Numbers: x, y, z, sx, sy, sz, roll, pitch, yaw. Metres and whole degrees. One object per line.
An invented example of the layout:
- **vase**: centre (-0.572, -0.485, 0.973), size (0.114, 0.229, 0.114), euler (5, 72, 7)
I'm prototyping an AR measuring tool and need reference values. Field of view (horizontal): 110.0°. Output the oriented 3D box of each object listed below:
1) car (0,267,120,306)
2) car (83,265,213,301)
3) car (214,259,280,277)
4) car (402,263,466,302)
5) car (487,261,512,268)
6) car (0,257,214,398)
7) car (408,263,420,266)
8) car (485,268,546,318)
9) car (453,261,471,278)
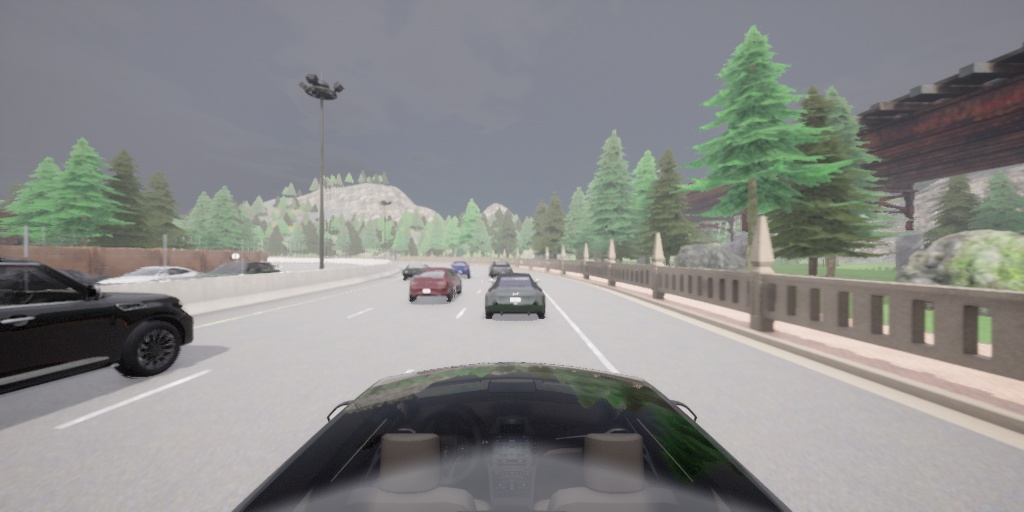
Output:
- **car**: centre (-21.046, 1.258, 15.621), size (2.033, 1.411, 5.357), euler (0, 0, 1)
- **car**: centre (-17.684, 1.230, 17.846), size (1.812, 1.442, 4.674), euler (0, 0, -1)
- **car**: centre (-14.242, 1.055, 18.710), size (2.097, 1.767, 4.553), euler (0, 0, -2)
- **car**: centre (-3.460, 1.234, 16.689), size (1.812, 1.442, 4.674), euler (0, 0, -1)
- **car**: centre (-1.097, 1.158, 31.685), size (2.128, 1.511, 4.902), euler (0, 0, -8)
- **car**: centre (-6.899, 0.964, 4.154), size (2.150, 2.045, 5.566), euler (0, 0, 0)
- **car**: centre (-7.907, 1.271, 30.174), size (1.895, 1.301, 4.718), euler (0, 0, -8)
- **car**: centre (0.095, 1.283, 12.842), size (1.994, 1.385, 4.181), euler (0, 0, 0)
- **car**: centre (-4.777, 1.189, 32.747), size (1.812, 1.442, 4.674), euler (0, 0, -8)
